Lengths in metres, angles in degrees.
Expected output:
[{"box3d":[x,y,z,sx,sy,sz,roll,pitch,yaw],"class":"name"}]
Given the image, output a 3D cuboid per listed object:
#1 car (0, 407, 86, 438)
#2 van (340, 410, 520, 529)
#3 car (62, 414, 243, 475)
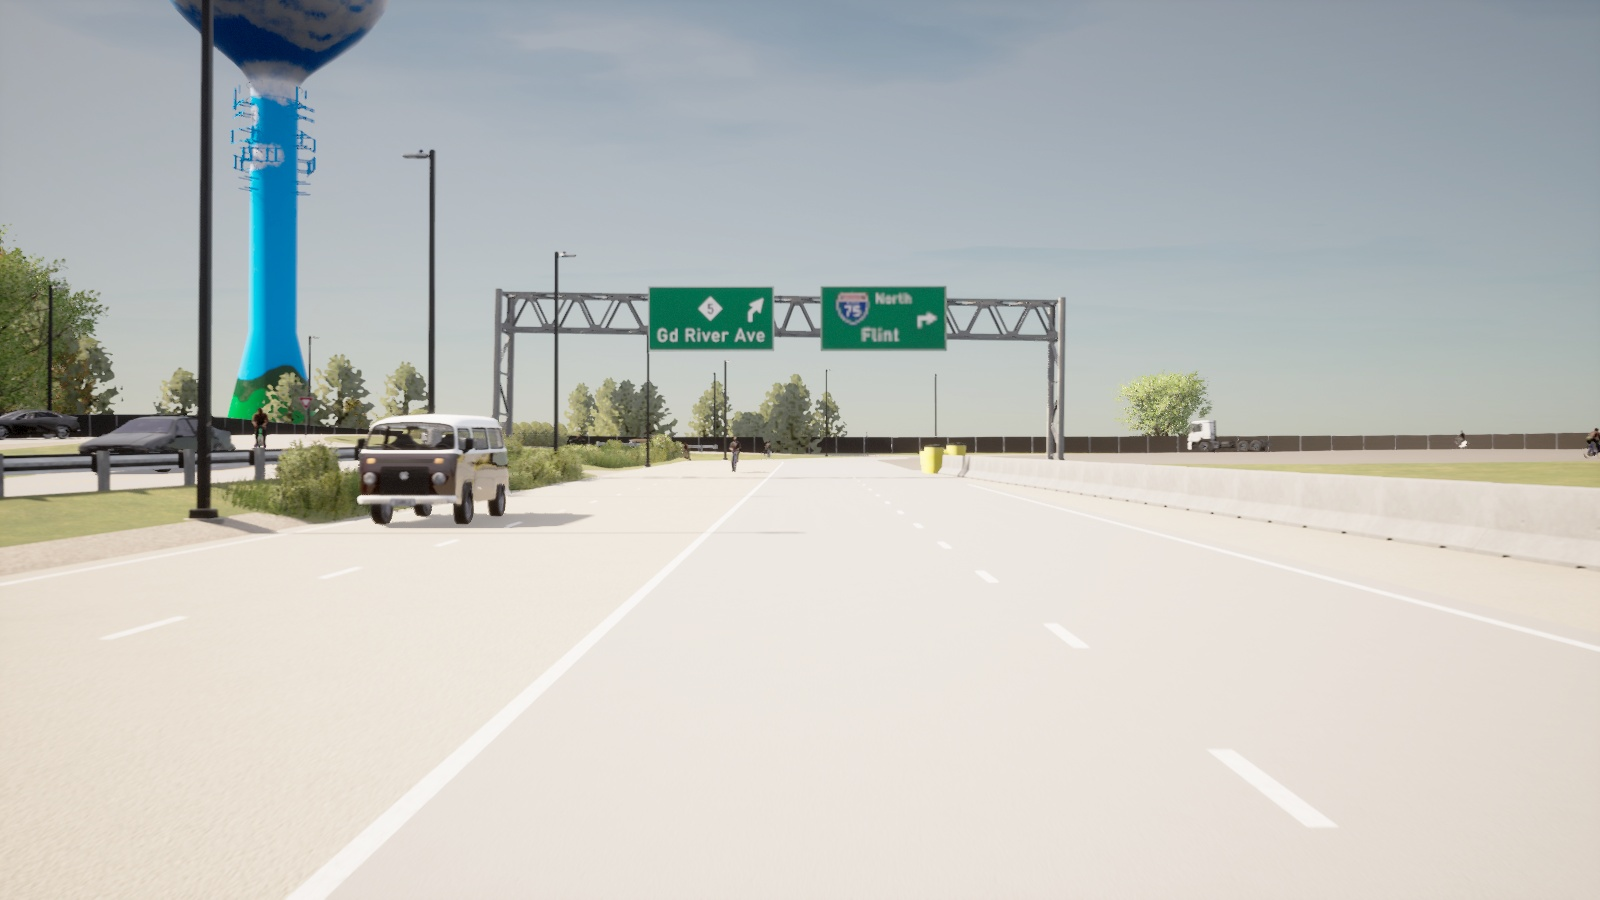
[{"box3d":[-39.275,-1.389,63.663,2.128,1.511,4.902,1,2,35],"class":"car"},{"box3d":[-6.848,0.321,23.790,2.069,2.038,4.480,0,0,0],"class":"van"},{"box3d":[-16.768,-0.203,32.899,2.033,1.411,5.357,0,2,-1],"class":"car"}]
